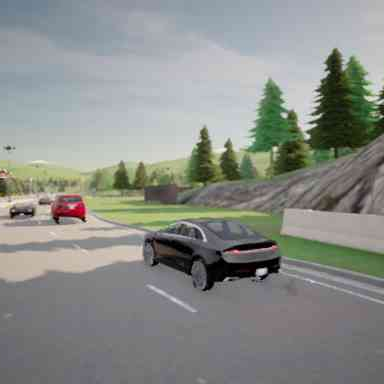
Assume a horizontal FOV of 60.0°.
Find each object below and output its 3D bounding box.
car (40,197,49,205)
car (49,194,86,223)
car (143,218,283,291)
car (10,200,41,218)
[{"bbox_3d":[-25.132,1.561,57.075,1.994,1.385,4.181,-1,0,-20],"label":"car"},{"bbox_3d":[-9.607,1.204,25.807,2.150,2.045,5.566,-1,0,-25],"label":"car"},{"bbox_3d":[0.238,1.453,9.057,2.128,1.511,4.902,-1,0,-30],"label":"car"},{"bbox_3d":[-15.310,1.616,30.495,1.895,1.301,4.718,-1,0,-21],"label":"car"}]
